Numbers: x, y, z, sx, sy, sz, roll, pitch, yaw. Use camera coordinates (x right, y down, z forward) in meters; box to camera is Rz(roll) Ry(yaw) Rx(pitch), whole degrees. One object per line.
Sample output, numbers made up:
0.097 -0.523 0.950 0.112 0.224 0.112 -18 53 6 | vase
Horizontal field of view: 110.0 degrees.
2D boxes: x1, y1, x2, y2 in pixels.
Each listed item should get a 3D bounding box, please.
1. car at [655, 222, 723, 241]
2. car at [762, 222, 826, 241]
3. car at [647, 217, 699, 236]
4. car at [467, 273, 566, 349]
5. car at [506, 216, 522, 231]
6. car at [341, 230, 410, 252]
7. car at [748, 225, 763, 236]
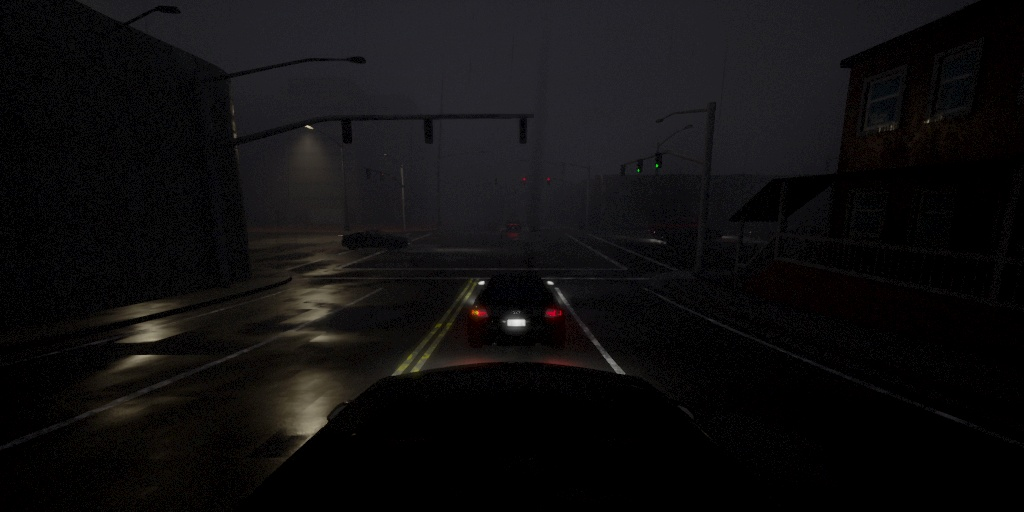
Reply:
16.867 -2.173 33.845 5.357 1.411 2.033 0 8 0 | car
26.964 -2.237 33.758 5.008 1.535 1.882 0 8 0 | car
17.003 -3.005 37.259 5.566 2.045 2.150 0 8 0 | car
0.099 1.092 8.671 1.994 1.385 4.181 0 3 0 | car
0.232 -4.075 46.548 1.837 1.490 4.892 1 8 1 | car
-10.198 -1.192 26.905 4.902 1.511 2.128 0 8 0 | car
27.249 -2.732 37.220 4.902 1.511 2.128 0 8 1 | car
